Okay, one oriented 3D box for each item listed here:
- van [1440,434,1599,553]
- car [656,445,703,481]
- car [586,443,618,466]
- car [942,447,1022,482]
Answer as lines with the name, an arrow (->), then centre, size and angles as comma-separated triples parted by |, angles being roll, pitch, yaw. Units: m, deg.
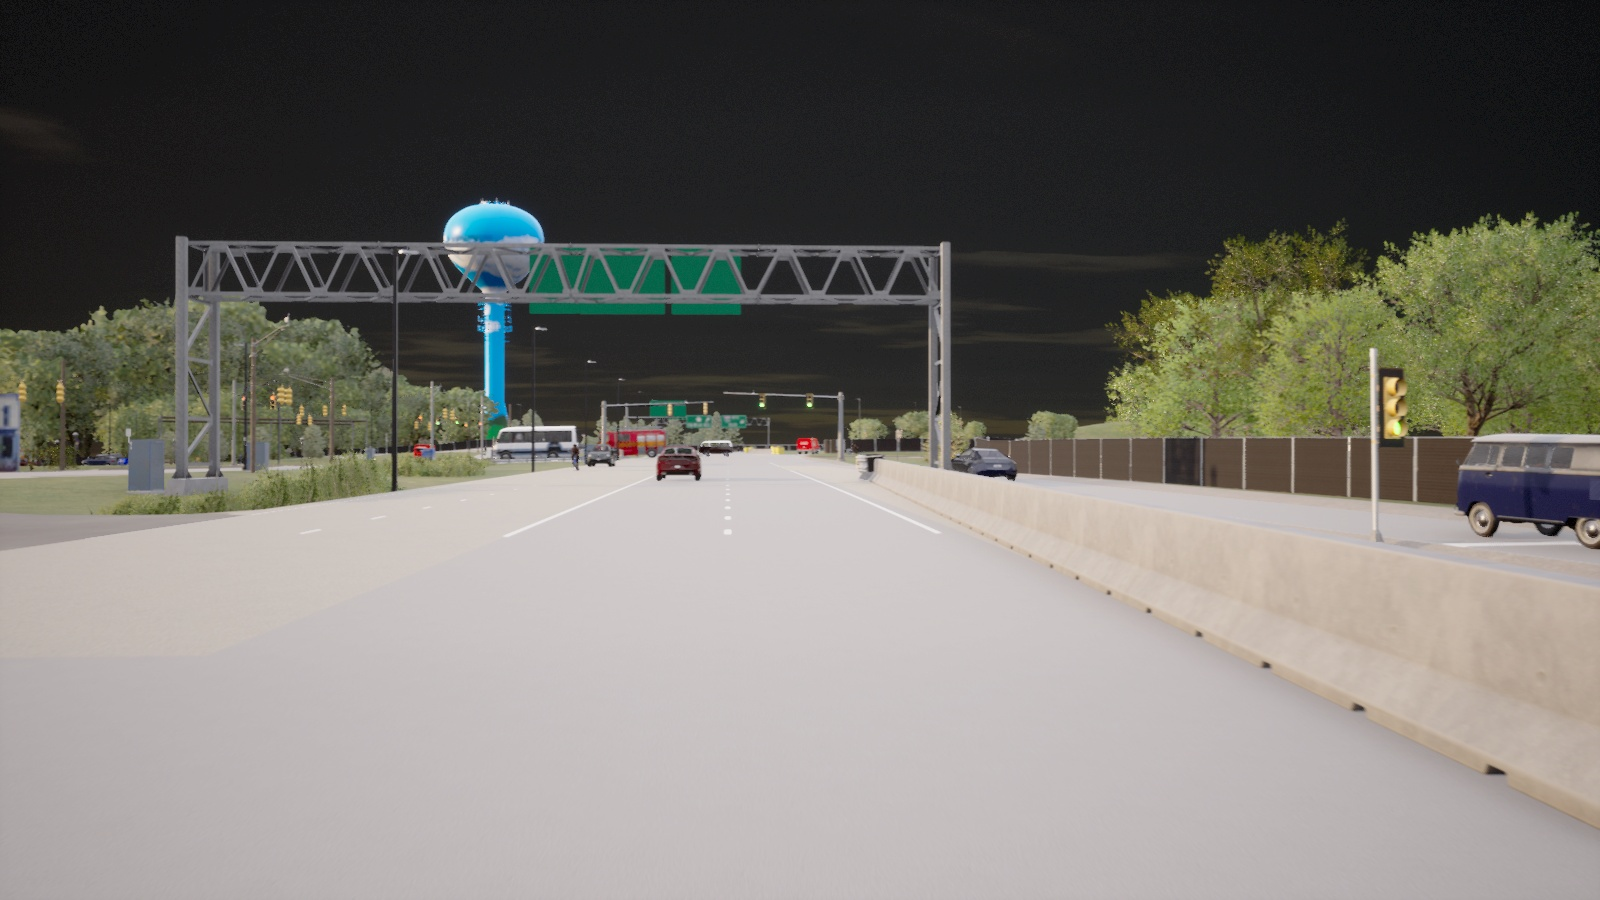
van -> 14.041, 0.714, 22.939 | 1.775, 1.987, 4.442 | 0, 1, -12
car -> -5.302, 0.535, 55.809 | 1.882, 1.535, 5.008 | 0, 0, -3
car -> -14.250, 0.322, 90.500 | 1.851, 1.617, 3.988 | 0, 0, -3
car -> 7.610, 0.594, 52.942 | 1.994, 1.385, 4.181 | 0, 1, -12
